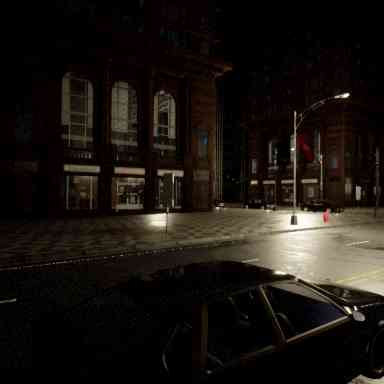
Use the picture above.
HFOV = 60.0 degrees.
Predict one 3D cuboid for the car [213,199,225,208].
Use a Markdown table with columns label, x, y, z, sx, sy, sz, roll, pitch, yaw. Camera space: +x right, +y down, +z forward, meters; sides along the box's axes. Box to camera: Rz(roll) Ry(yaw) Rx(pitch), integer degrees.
| label | x | y | z | sx | sy | sz | roll | pitch | yaw |
| --- | --- | --- | --- | --- | --- | --- | --- | --- | --- |
| car | 3.349 | 1.789 | 53.358 | 1.812 | 1.442 | 4.674 | 1 | -1 | -35 |

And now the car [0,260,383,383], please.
| label | x | y | z | sx | sy | sz | roll | pitch | yaw |
| --- | --- | --- | --- | --- | --- | --- | --- | --- | --- |
| car | 0.423 | 1.548 | 3.744 | 5.357 | 1.411 | 2.033 | 0 | 0 | -36 |

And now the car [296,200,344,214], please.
| label | x | y | z | sx | sy | sz | roll | pitch | yaw |
| --- | --- | --- | --- | --- | --- | --- | --- | --- | --- |
| car | 14.594 | 1.679 | 37.507 | 1.837 | 1.490 | 4.892 | 1 | -1 | -35 |

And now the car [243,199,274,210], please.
| label | x | y | z | sx | sy | sz | roll | pitch | yaw |
| --- | --- | --- | --- | --- | --- | --- | --- | --- | --- |
| car | 9.105 | 1.722 | 45.245 | 1.837 | 1.490 | 4.892 | 1 | -1 | -35 |
